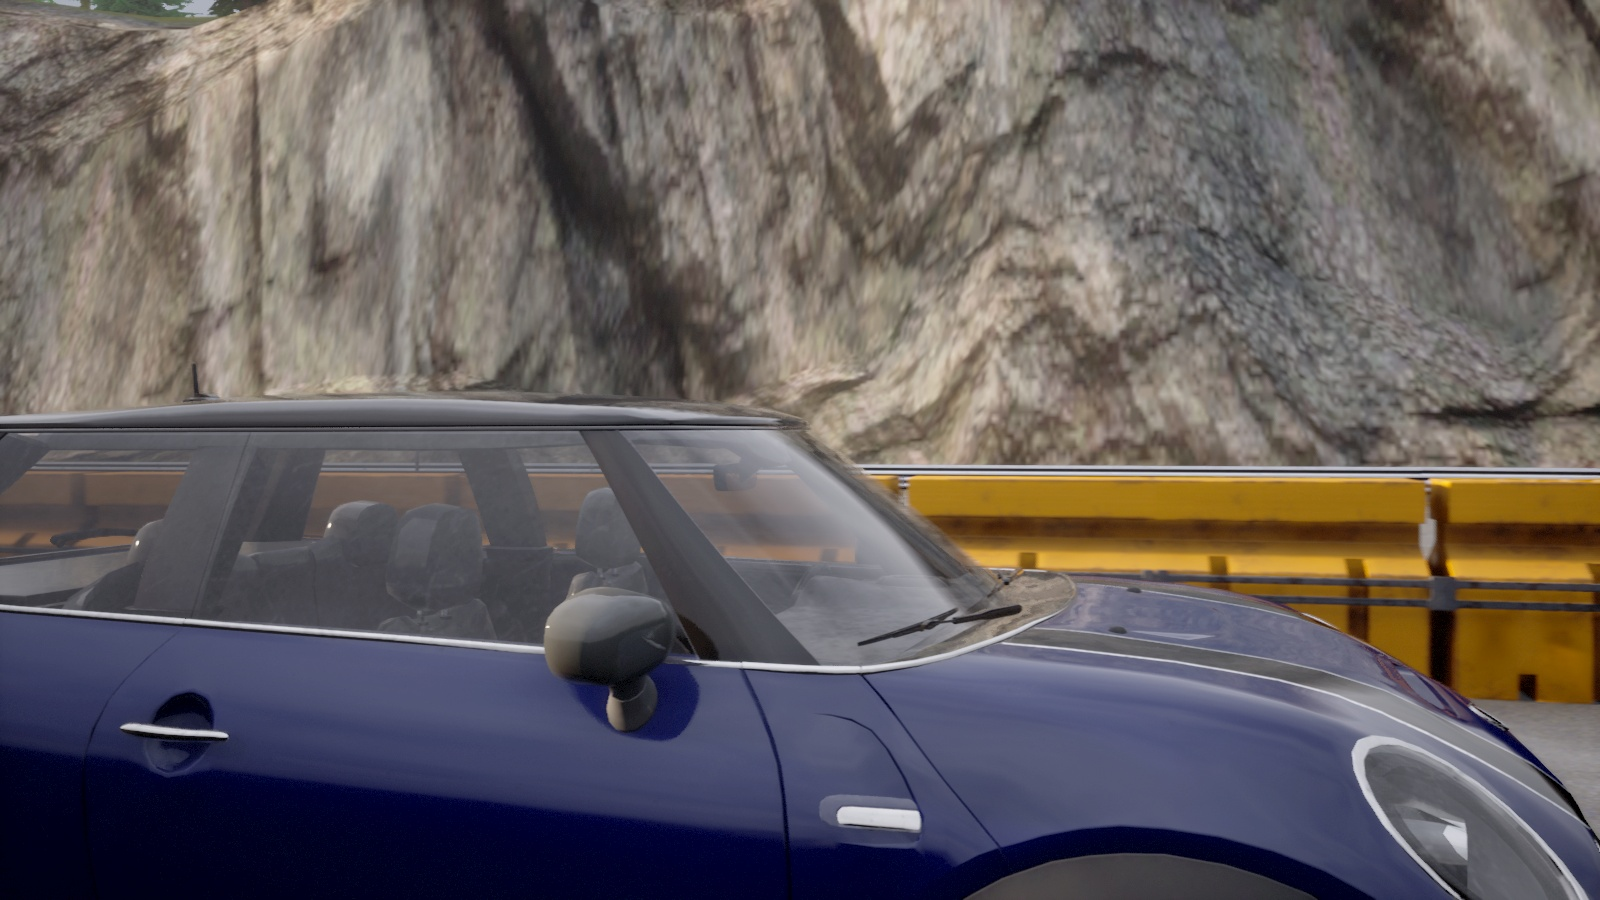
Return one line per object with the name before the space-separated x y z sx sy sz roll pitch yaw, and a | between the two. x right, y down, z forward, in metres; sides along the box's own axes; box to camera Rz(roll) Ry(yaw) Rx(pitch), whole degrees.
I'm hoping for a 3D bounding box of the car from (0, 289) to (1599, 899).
car | -0.433 0.629 3.338 4.553 1.767 2.097 1 1 18
